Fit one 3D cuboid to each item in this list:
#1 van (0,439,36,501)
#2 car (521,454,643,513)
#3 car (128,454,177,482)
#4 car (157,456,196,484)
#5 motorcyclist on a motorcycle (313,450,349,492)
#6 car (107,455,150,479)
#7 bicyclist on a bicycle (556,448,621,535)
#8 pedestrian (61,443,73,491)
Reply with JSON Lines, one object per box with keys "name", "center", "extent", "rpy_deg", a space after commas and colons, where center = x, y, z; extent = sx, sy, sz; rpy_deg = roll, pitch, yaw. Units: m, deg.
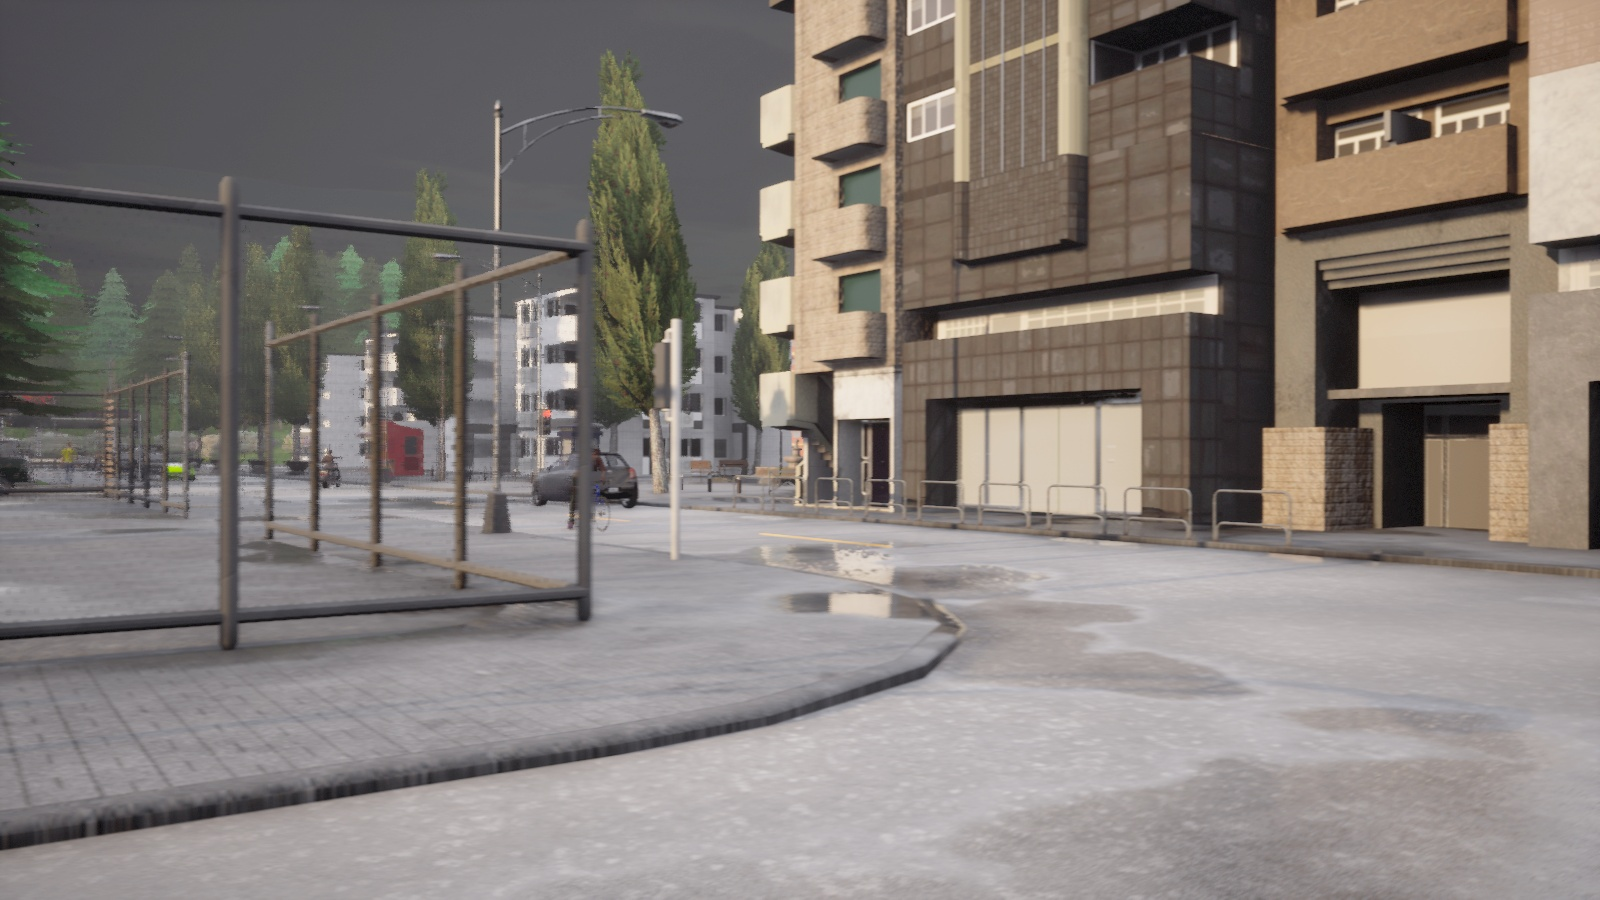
{"name": "van", "center": [-27.298, 0.654, 40.482], "extent": [4.442, 1.987, 1.775], "rpy_deg": [0, 0, -35]}
{"name": "car", "center": [-5.910, 0.854, 33.761], "extent": [1.845, 1.501, 3.633], "rpy_deg": [0, 0, -35]}
{"name": "car", "center": [-36.278, 0.999, 70.311], "extent": [1.837, 1.490, 4.892], "rpy_deg": [0, 0, -35]}
{"name": "car", "center": [-31.607, 1.022, 63.631], "extent": [1.481, 1.376, 2.207], "rpy_deg": [0, -1, -35]}
{"name": "motorcyclist on a motorcycle", "center": [-19.243, 0.862, 51.561], "extent": [0.766, 1.649, 2.350], "rpy_deg": [-2, 0, -6]}
{"name": "car", "center": [-42.019, 1.031, 78.566], "extent": [1.837, 1.490, 4.892], "rpy_deg": [0, 0, -35]}
{"name": "bicyclist on a bicycle", "center": [-4.090, 0.766, 24.170], "extent": [0.582, 1.620, 1.656], "rpy_deg": [0, 0, -35]}
{"name": "pedestrian", "center": [-28.270, 0.633, 48.438], "extent": [0.354, 1.836, 0.706], "rpy_deg": [0, 0, -28]}
